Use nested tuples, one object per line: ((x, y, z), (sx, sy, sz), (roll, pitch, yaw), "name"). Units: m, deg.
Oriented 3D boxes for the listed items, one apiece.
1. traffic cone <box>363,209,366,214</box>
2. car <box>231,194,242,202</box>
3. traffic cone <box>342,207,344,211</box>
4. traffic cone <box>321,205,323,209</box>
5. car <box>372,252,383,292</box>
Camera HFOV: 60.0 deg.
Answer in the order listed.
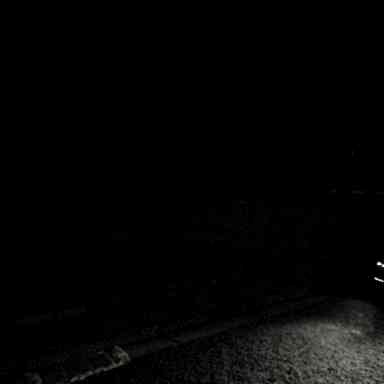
((19.577, 2.276, 37.753), (0.340, 0.580, 0.340), (0, 1, 0), "traffic cone")
((8.359, 1.259, 69.187), (1.837, 1.490, 4.892), (0, 1, -35), "car")
((19.277, 2.213, 42.397), (0.340, 0.580, 0.340), (0, 1, -7), "traffic cone")
((18.393, 2.137, 46.969), (0.340, 0.580, 0.340), (0, 1, -15), "traffic cone")
((6.179, 1.602, 8.116), (4.902, 1.511, 2.128), (1, 0, -39), "car")
